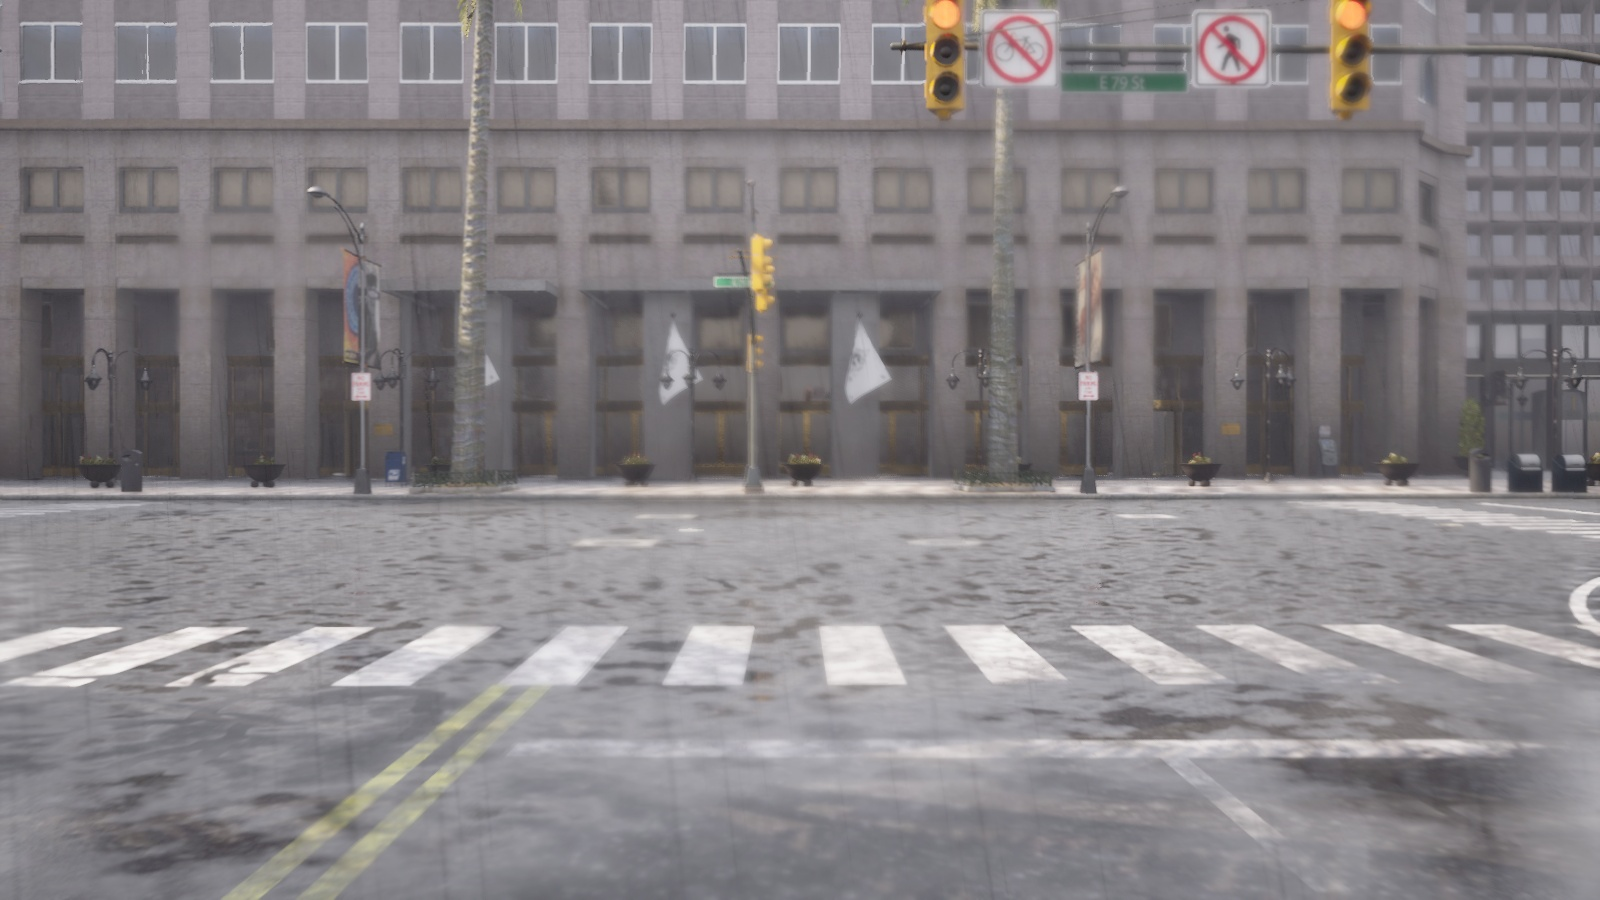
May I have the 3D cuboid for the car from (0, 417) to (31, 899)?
[{"bbox_3d":[-3.467,0.680,1.513,1.801,1.575,5.366,0,0,0],"label":"car"}]
